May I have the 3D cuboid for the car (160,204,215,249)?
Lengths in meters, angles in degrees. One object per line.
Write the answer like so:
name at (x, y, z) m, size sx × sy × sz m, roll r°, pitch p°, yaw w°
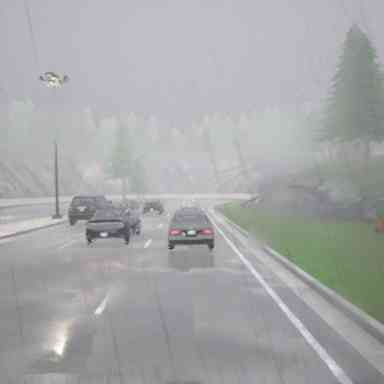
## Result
car at (-0.064, 1.480, 14.339) m, size 2.033 × 1.411 × 5.357 m, roll -1°, pitch 0°, yaw -1°

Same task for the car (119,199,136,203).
car at (-7.242, 1.515, 38.040) m, size 2.033 × 1.411 × 5.357 m, roll -1°, pitch 0°, yaw 2°

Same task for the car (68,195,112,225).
car at (-7.243, 1.254, 24.376) m, size 2.150 × 2.045 × 5.566 m, roll -1°, pitch 0°, yaw -1°

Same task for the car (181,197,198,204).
car at (-0.261, 1.349, 38.339) m, size 1.812 × 1.442 × 4.674 m, roll -1°, pitch 0°, yaw 1°

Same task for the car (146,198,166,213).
car at (-3.839, 1.421, 34.041) m, size 1.837 × 1.490 × 4.892 m, roll -1°, pitch 0°, yaw 0°

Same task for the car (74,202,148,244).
car at (-3.590, 1.489, 15.792) m, size 2.128 × 1.511 × 4.902 m, roll -1°, pitch 0°, yaw -1°
